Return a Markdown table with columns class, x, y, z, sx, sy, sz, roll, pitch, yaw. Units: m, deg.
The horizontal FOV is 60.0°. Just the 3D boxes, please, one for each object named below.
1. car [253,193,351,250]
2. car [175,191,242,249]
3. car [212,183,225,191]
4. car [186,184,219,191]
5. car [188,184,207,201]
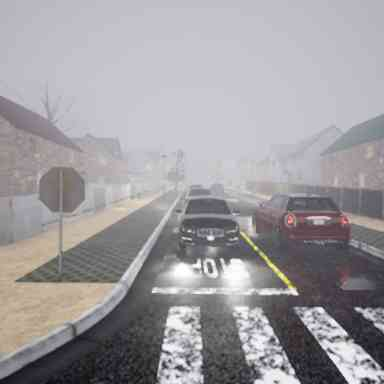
| class | x | y | z | sx | sy | sz | roll | pitch | yaw |
| --- | --- | --- | --- | --- | --- | --- | --- | --- | --- |
| car | 3.557 | 0.804 | 11.628 | 2.097 | 1.767 | 4.553 | 0 | 2 | -2 |
| car | 0.515 | 0.929 | 11.634 | 1.837 | 1.490 | 4.892 | 1 | 2 | 0 |
| car | 3.417 | -0.518 | 46.246 | 1.882 | 1.535 | 5.008 | 1 | 3 | 0 |
| car | 0.500 | 0.496 | 21.959 | 1.837 | 1.490 | 4.892 | 0 | 3 | 0 |
| car | 0.499 | -0.017 | 34.257 | 1.837 | 1.490 | 4.892 | 1 | 3 | 0 |
